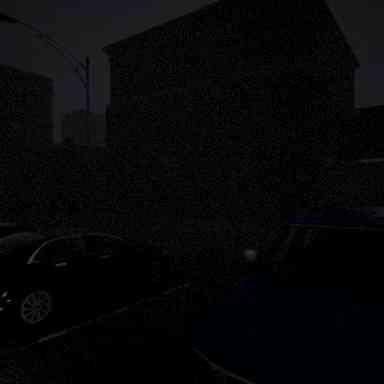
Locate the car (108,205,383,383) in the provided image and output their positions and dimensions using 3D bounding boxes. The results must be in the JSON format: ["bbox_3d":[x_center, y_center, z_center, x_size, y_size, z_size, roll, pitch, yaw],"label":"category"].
[{"bbox_3d":[2.040,1.228,3.866,2.435,2.045,5.566,0,0,36],"label":"car"}]

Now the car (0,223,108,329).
[{"bbox_3d":[-2.472,1.484,7.112,2.231,1.521,4.892,0,0,35],"label":"car"}]
